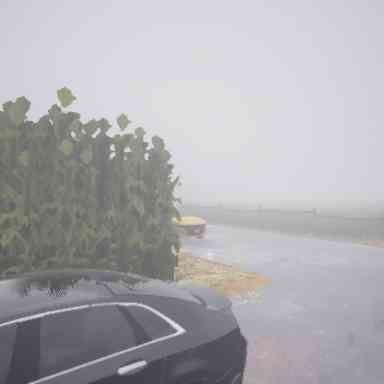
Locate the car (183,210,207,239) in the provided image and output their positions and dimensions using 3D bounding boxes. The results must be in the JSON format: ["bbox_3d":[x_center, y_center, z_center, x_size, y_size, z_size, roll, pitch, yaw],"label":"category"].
[{"bbox_3d":[-1.226,1.472,16.868,1.882,1.535,5.008,0,0,-35],"label":"car"}]

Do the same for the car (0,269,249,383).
[{"bbox_3d":[-1.697,1.546,2.658,4.892,1.490,1.837,-1,0,-36],"label":"car"}]
